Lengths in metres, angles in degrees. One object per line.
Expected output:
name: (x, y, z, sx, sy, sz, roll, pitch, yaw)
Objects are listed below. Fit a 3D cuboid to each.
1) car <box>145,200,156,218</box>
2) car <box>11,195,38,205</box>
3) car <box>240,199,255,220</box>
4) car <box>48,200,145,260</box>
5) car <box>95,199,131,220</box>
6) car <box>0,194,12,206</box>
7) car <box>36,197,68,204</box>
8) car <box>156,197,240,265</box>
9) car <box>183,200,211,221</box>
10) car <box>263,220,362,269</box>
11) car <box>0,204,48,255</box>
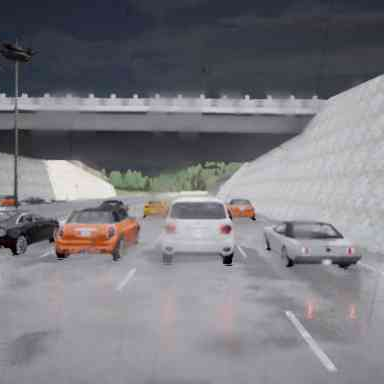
car: (-3.090, 1.421, 29.559, 1.882, 1.535, 5.008, 0, 0, 1)
car: (-20.604, 1.322, 42.997, 2.128, 1.511, 4.902, 0, 0, 1)
car: (3.884, 1.337, 27.652, 2.097, 1.767, 4.553, 0, 0, 1)
car: (-3.289, 1.317, 12.522, 2.097, 1.767, 4.553, 0, 0, 1)
car: (-6.607, 1.430, 28.315, 1.837, 1.490, 4.892, 0, 0, 1)
car: (-24.104, 1.162, 42.679, 2.097, 1.767, 4.553, 0, 0, 1)
car: (-17.128, 1.451, 41.557, 1.895, 1.301, 4.718, 0, 0, 1)
car: (0.205, 1.205, 11.837, 2.150, 2.045, 5.566, 0, 0, 1)
car: (0.388, 1.457, 27.942, 2.128, 1.511, 4.902, 0, 0, 1)
car: (3.693, 1.606, 11.225, 1.895, 1.301, 4.718, 0, 0, 1)
car: (-6.783, 1.437, 12.937, 2.128, 1.511, 4.902, 0, 0, 1)
